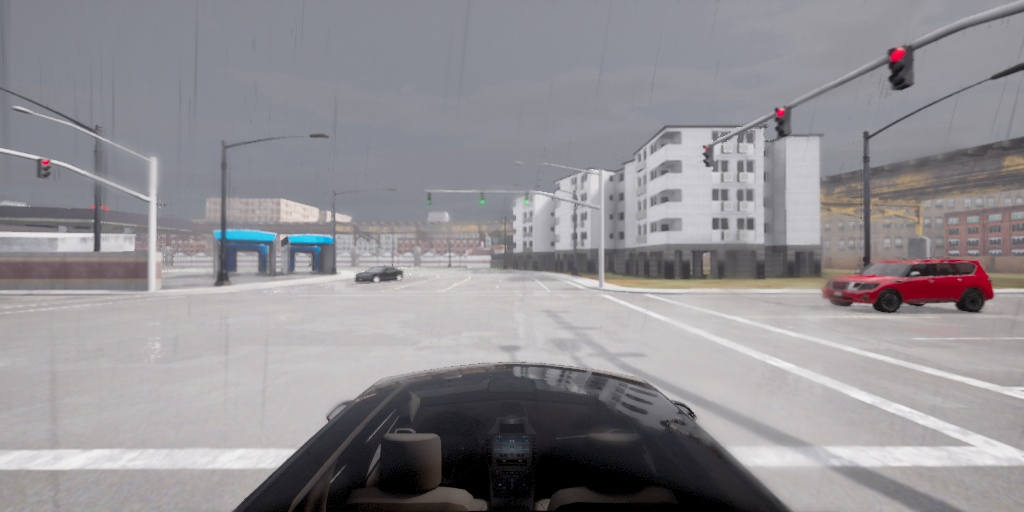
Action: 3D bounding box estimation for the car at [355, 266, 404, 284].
[{"bbox_3d":[-11.597,1.633,31.632,1.882,1.535,5.008,0,0,18],"label":"car"}]

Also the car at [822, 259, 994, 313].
[{"bbox_3d":[16.018,1.159,14.670,5.566,2.045,2.150,-1,-1,-1],"label":"car"}]
